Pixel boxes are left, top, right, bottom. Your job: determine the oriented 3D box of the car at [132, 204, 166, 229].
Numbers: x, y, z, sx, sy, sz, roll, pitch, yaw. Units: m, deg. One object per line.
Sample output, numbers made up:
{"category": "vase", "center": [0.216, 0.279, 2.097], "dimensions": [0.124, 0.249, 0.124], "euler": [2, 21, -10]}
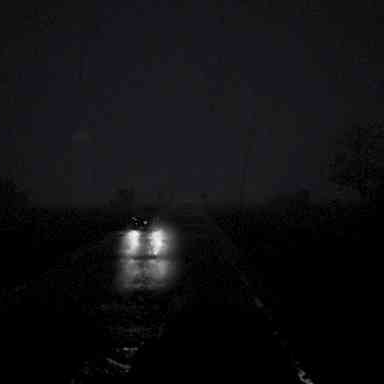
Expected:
{"category": "car", "center": [-2.846, 1.638, 22.667], "dimensions": [1.837, 1.490, 4.892], "euler": [0, 0, 0]}
